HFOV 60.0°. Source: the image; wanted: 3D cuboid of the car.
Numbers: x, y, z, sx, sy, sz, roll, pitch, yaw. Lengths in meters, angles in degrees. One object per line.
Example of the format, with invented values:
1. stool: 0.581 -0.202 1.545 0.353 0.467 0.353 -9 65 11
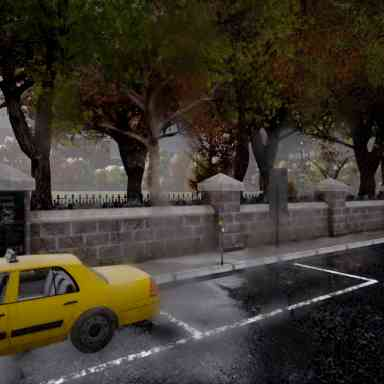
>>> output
1. car: -2.782 1.525 4.574 4.829 1.417 1.752 0 0 -35
